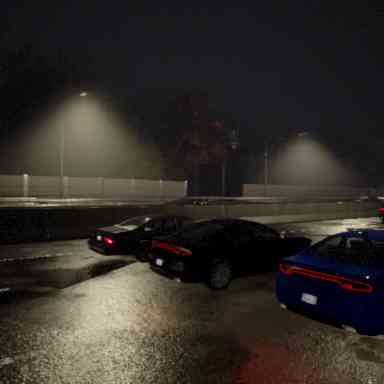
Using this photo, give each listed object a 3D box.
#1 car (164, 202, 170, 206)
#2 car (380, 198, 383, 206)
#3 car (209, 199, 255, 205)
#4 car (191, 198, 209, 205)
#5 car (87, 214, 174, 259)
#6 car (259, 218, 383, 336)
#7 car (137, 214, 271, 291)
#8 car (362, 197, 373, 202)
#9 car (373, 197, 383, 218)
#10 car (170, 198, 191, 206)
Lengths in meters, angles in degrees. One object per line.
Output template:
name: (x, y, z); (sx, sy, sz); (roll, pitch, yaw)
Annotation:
car: (-1.081, 1.417, 37.774); (4.181, 1.385, 1.994); (1, 0, -36)
car: (36.120, 1.841, 60.197); (4.718, 1.301, 1.895); (1, 0, -36)
car: (4.038, 1.469, 28.515); (4.674, 1.442, 1.812); (1, 0, -36)
car: (2.392, 1.478, 31.649); (4.181, 1.385, 1.994); (1, 0, -36)
car: (-0.847, 1.492, 11.808); (5.357, 1.411, 2.033); (1, 0, -36)
car: (3.799, 1.494, 6.523); (5.008, 1.535, 1.882); (1, 0, -36)
car: (1.268, 1.456, 9.010); (5.008, 1.535, 1.882); (1, 0, -36)
car: (34.098, 1.690, 63.052); (5.008, 1.535, 1.882); (1, 0, -36)
car: (15.501, 1.314, 23.603); (5.566, 2.045, 2.150); (1, 0, -36)
car: (0.558, 1.387, 34.641); (4.892, 1.490, 1.837); (1, 0, -36)
